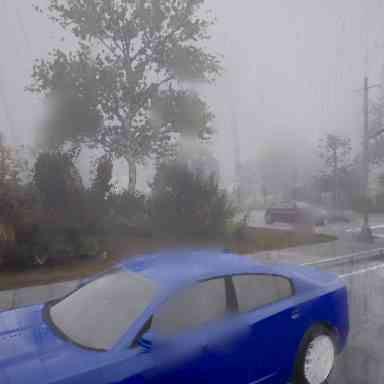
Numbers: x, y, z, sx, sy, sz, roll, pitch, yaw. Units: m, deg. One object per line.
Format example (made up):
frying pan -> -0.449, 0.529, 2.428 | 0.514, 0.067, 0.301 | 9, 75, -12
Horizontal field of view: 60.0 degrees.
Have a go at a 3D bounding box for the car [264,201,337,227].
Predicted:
car -> 7.432, 1.427, 23.656 | 2.097, 1.767, 4.553 | 0, -1, -38

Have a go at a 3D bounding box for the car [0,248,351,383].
car -> -0.265, 1.477, 3.722 | 5.008, 1.535, 1.882 | 0, 0, -35

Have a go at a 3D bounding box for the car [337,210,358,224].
car -> 10.204, 1.675, 25.882 | 1.895, 1.301, 4.718 | 0, -1, -39

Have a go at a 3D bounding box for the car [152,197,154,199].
car -> -3.220, 1.641, 41.034 | 5.566, 2.045, 2.150 | -2, -1, 44
